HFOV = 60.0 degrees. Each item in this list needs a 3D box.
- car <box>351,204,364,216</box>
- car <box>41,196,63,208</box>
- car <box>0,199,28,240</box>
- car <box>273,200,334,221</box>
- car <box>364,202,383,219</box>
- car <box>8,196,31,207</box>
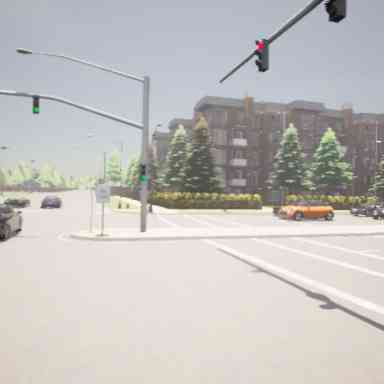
[{"bbox_3d":[18.888,1.813,34.653,4.902,1.511,2.128,1,0,-17],"label":"car"},{"bbox_3d":[-15.937,1.105,37.924,1.994,1.385,4.181,1,0,-17],"label":"car"},{"bbox_3d":[-9.027,1.263,15.062,1.837,1.490,4.892,1,0,-17],"label":"car"},{"bbox_3d":[9.602,1.487,28.104,4.553,1.767,2.097,1,0,-17],"label":"car"},{"bbox_3d":[18.985,1.838,31.022,4.892,1.490,1.837,1,0,-17],"label":"car"},{"bbox_3d":[-19.391,1.068,37.252,1.895,1.301,4.718,1,0,-17],"label":"car"}]
